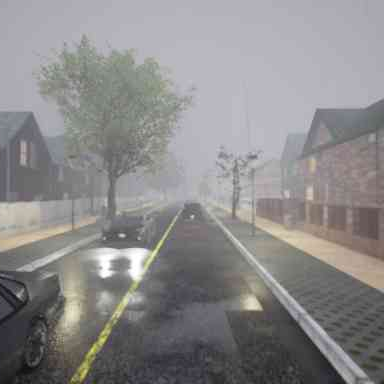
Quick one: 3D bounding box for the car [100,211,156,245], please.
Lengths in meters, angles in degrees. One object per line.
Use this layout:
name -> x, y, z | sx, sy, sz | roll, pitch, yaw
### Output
car -> -2.838, 1.586, 15.564 | 1.994, 1.385, 4.181 | 0, 0, 1

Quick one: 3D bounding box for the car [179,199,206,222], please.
car -> 0.043, 1.545, 26.614 | 1.837, 1.490, 4.892 | 0, 0, 0

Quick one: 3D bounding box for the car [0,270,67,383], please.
car -> -2.854, 1.552, 2.887 | 2.033, 1.411, 5.357 | 0, 0, 0
